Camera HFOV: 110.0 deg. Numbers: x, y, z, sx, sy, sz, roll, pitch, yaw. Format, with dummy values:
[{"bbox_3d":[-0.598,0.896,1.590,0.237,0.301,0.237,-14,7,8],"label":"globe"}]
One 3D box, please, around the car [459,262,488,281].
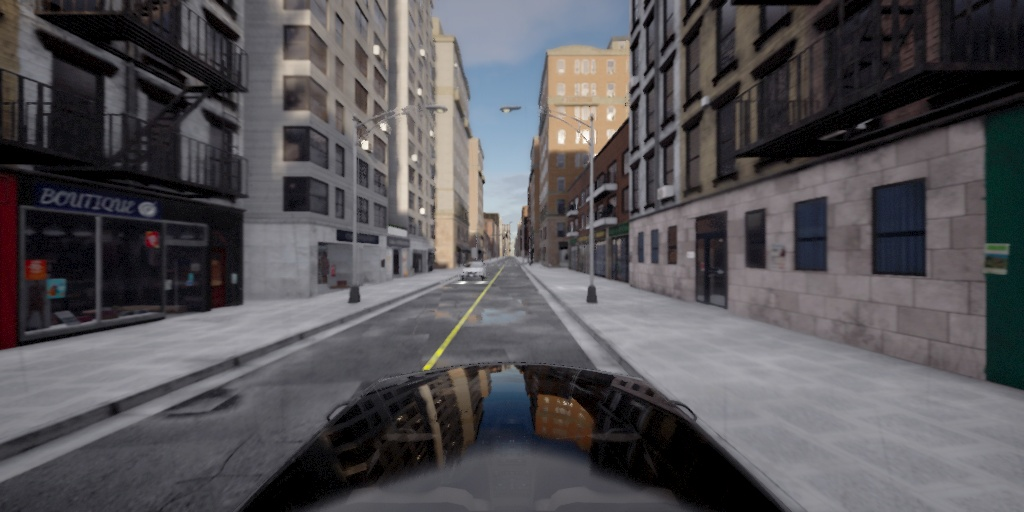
[{"bbox_3d":[-3.098,1.206,29.728,1.812,1.442,4.674,0,0,0],"label":"car"}]
